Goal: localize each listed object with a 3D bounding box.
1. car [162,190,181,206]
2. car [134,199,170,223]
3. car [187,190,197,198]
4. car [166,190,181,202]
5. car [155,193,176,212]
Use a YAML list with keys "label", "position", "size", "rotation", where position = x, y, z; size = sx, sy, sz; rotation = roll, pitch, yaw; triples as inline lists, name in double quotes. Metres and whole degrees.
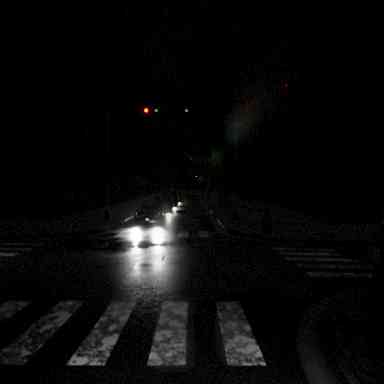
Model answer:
- label: "car"
  position: [-2.913, 0.723, 42.854]
  size: [2.150, 2.045, 5.566]
  rotation: [0, 1, 0]
- label: "car"
  position: [-2.889, 1.421, 23.630]
  size: [1.895, 1.301, 4.718]
  rotation: [0, 1, 0]
- label: "car"
  position: [-0.010, 0.414, 68.186]
  size: [1.882, 1.535, 5.008]
  rotation: [0, 2, 0]
- label: "car"
  position: [-2.891, 0.657, 52.707]
  size: [2.097, 1.767, 4.553]
  rotation: [0, 1, 0]
- label: "car"
  position: [-2.904, 1.177, 33.000]
  size: [1.837, 1.490, 4.892]
  rotation: [0, 1, 0]
